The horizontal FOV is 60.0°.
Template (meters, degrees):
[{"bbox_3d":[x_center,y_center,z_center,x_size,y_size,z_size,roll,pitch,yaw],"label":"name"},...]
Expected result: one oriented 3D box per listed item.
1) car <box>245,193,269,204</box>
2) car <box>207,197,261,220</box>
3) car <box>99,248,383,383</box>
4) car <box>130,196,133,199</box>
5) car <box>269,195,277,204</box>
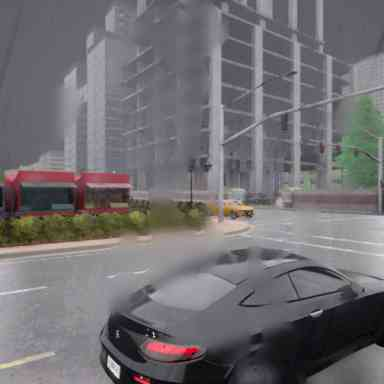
[{"bbox_3d":[10.824,1.113,57.652,1.905,1.878,3.866,0,0,-36],"label":"car"},{"bbox_3d":[3.058,1.422,28.068,1.882,1.535,5.008,0,0,-36],"label":"car"},{"bbox_3d":[1.114,1.526,4.580,4.674,1.442,1.812,0,0,-35],"label":"car"},{"bbox_3d":[-8.743,1.296,44.301,2.097,1.767,4.553,0,0,-36],"label":"car"},{"bbox_3d":[13.213,1.113,59.368,1.905,1.878,3.866,0,0,-36],"label":"car"}]
